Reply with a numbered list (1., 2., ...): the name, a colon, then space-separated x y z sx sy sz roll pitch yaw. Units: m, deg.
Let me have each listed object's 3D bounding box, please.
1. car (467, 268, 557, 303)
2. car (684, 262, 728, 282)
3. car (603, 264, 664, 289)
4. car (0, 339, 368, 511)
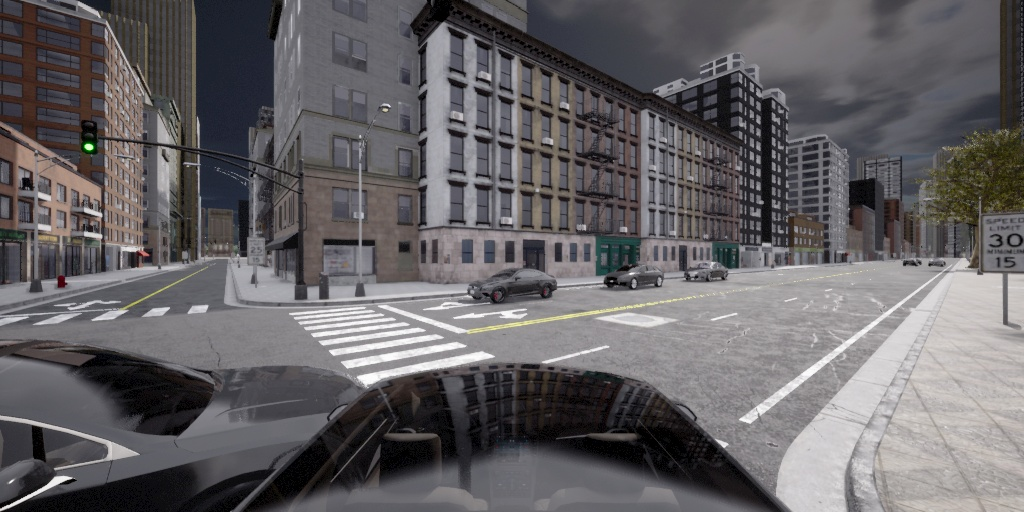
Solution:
1. car: 0.124 1.288 16.846 4.674 1.442 1.812 0 0 -38
2. car: 15.949 1.238 29.386 4.902 1.511 2.128 0 0 -38
3. car: 7.876 1.260 22.995 4.892 1.490 1.837 0 0 -38
4. car: -3.206 1.257 1.906 4.892 1.490 1.837 0 0 -34
